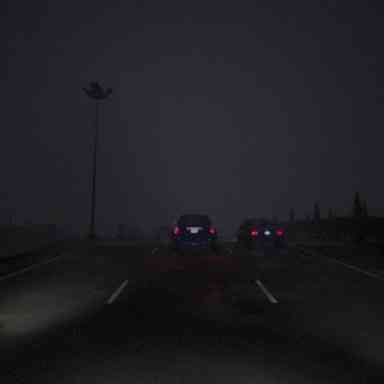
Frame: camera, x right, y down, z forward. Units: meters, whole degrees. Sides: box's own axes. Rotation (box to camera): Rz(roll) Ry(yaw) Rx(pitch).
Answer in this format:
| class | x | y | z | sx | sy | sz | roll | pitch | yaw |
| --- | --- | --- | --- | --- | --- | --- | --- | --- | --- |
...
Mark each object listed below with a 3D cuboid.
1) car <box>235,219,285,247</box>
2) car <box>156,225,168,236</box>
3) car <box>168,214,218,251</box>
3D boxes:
| class | x | y | z | sx | sy | sz | roll | pitch | yaw |
| --- | --- | --- | --- | --- | --- | --- | --- | --- | --- |
| car | 3.603 | 2.197 | 18.411 | 2.033 | 1.411 | 5.357 | 0 | -4 | 0 |
| car | -3.392 | 4.889 | 42.115 | 1.812 | 1.442 | 4.674 | 0 | -8 | 0 |
| car | 0.103 | 1.882 | 16.701 | 2.097 | 1.767 | 4.553 | 0 | -4 | 0 |
